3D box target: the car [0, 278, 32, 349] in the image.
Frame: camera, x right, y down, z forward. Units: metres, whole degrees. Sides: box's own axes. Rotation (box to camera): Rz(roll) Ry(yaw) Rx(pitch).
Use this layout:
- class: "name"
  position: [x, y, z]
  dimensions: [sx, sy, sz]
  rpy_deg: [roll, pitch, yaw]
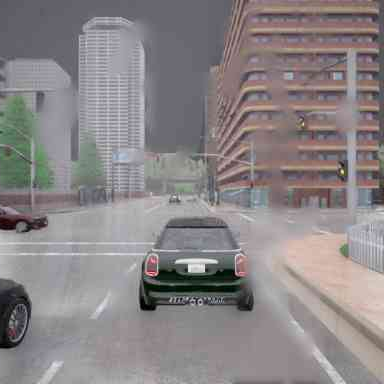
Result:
- class: "car"
  position: [-3.431, 1.526, 3.305]
  dimensions: [1.812, 1.442, 4.674]
  rpy_deg: [0, 0, 0]

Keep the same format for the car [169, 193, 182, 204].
- class: "car"
  position: [-3.517, 1.491, 66.074]
  dimensions: [2.128, 1.511, 4.902]
  rpy_deg: [0, 0, 0]

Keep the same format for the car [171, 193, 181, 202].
- class: "car"
  position: [-3.634, 1.219, 76.075]
  dimensions: [2.150, 2.045, 5.566]
  rpy_deg: [0, 0, 0]

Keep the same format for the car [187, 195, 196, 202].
- class: "car"
  position: [-0.134, 1.518, 76.332]
  dimensions: [1.812, 1.442, 4.674]
  rpy_deg: [0, 0, 0]

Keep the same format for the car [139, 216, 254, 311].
- class: "car"
  position: [0.099, 1.352, 7.924]
  dimensions: [2.097, 1.767, 4.553]
  rpy_deg: [0, 0, 1]

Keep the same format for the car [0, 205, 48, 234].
- class: "car"
  position: [-10.705, 1.458, 18.631]
  dimensions: [5.008, 1.535, 1.882]
  rpy_deg: [0, 0, -1]

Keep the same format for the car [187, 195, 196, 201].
- class: "car"
  position: [-0.150, 1.506, 85.332]
  dimensions: [2.128, 1.511, 4.902]
  rpy_deg: [0, 0, 0]
